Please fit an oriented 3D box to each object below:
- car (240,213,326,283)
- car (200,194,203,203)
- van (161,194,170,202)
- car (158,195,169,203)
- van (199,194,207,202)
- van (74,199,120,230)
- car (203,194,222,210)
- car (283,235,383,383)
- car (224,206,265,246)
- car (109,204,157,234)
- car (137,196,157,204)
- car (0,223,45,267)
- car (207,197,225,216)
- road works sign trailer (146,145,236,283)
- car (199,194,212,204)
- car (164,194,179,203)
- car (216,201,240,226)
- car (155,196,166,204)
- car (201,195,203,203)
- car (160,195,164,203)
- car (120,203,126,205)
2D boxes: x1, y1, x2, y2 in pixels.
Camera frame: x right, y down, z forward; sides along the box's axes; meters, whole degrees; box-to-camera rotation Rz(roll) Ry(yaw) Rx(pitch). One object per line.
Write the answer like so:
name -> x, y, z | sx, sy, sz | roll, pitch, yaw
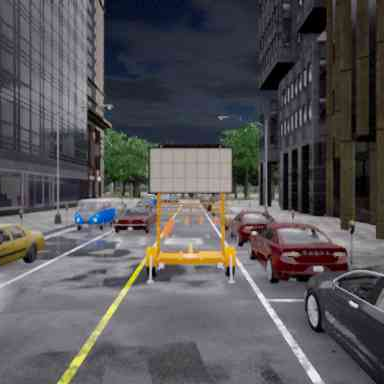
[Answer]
car -> 2.732, 1.532, 9.449 | 1.887, 1.381, 4.507 | 0, 0, 0
car -> 2.589, 1.484, 52.949 | 1.887, 1.381, 4.507 | 0, 0, 0
van -> -6.008, 1.264, 74.671 | 1.690, 1.788, 3.998 | 0, 0, 0
car -> -5.990, 1.367, 69.234 | 1.967, 1.590, 4.097 | 0, 0, 0
van -> 2.518, 1.264, 74.699 | 1.690, 1.788, 3.998 | 0, 0, 0
van -> -5.829, 1.314, 20.296 | 1.690, 1.788, 3.998 | 0, 0, 0
car -> 2.643, 1.269, 36.636 | 2.192, 1.841, 5.009 | 0, 0, 0
car -> 2.750, 1.545, 4.011 | 2.008, 1.369, 4.403 | 0, 0, 0
car -> 2.715, 1.525, 14.886 | 1.887, 1.381, 4.507 | 0, 0, 0
car -> -3.163, 1.575, 19.232 | 1.895, 1.301, 4.718 | 0, 0, 0
car -> -5.900, 1.515, 42.046 | 1.947, 1.339, 4.313 | 0, 0, 0
car -> -5.792, 1.513, 9.251 | 1.752, 1.417, 4.829 | 0, 0, 0
car -> 2.660, 1.486, 31.369 | 1.752, 1.417, 4.829 | 0, 0, 0
road works sign trailer -> -0.030, 0.451, 9.580 | 2.380, 3.560, 2.880 | 0, 0, 0
car -> 2.553, 1.246, 63.824 | 2.192, 1.841, 5.009 | 0, 0, 0
car -> -3.267, 1.440, 56.705 | 1.837, 1.490, 4.892 | 0, 0, 0
car -> 2.696, 1.498, 20.494 | 1.752, 1.417, 4.829 | 0, 0, 0
car -> -5.971, 1.456, 63.626 | 1.752, 1.417, 4.829 | 0, 0, 0
car -> 2.607, 1.469, 47.681 | 1.752, 1.417, 4.829 | 0, 0, 0
car -> -5.935, 1.464, 52.751 | 1.752, 1.417, 4.829 | 0, 0, 0
car -> -5.846, 1.517, 25.734 | 2.008, 1.369, 4.403 | 0, 0, 0
